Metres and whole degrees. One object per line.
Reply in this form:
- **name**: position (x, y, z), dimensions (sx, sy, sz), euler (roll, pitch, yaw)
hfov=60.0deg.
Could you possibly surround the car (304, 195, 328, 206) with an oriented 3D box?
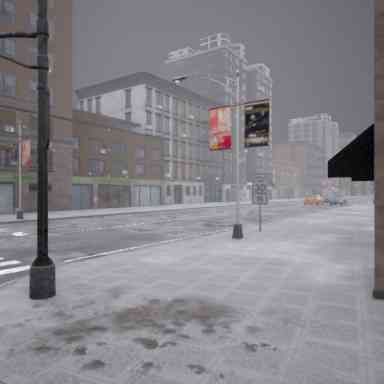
- **car**: position (19.276, 1.183, 52.265), dimensions (2.097, 1.767, 4.553), euler (0, 0, 35)

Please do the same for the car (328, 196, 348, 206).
- **car**: position (22.704, 1.377, 51.482), dimensions (2.033, 1.411, 5.357), euler (0, 0, 34)

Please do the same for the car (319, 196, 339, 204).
- **car**: position (24.864, 1.375, 60.288), dimensions (2.033, 1.411, 5.357), euler (0, 0, 37)
